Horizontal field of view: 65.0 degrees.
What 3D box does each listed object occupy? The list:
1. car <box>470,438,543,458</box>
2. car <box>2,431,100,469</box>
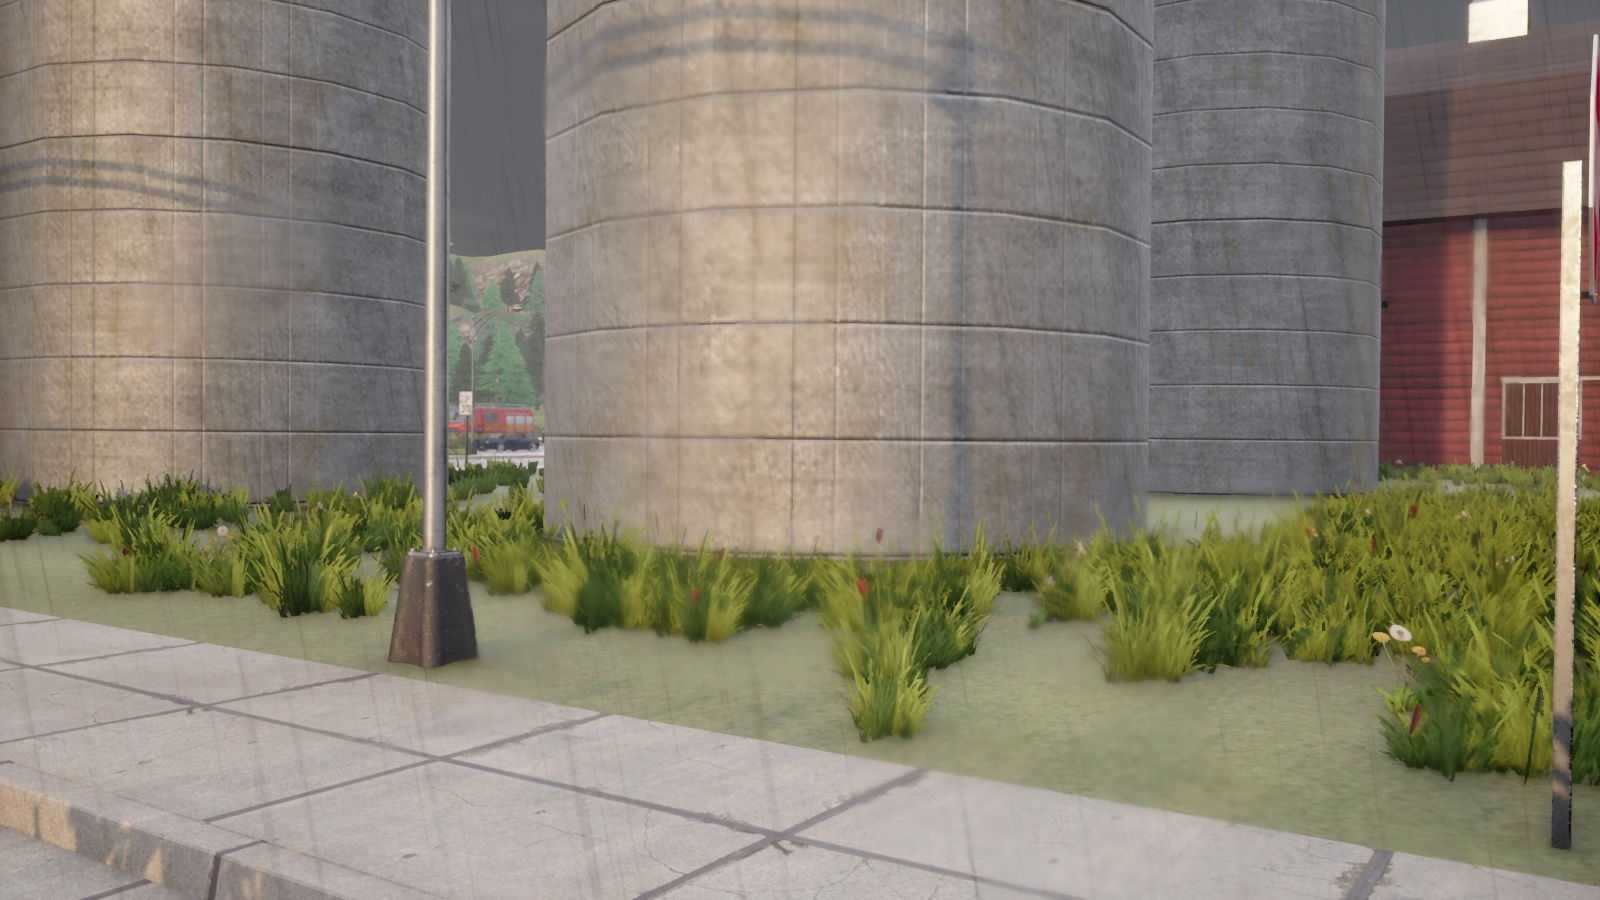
[{"bbox_3d":[-19.712,-0.144,84.505,1.895,1.301,4.718,0,1,33],"label":"car"},{"bbox_3d":[-38.316,-0.003,64.281,3.866,1.878,1.905,-1,1,2],"label":"car"}]
